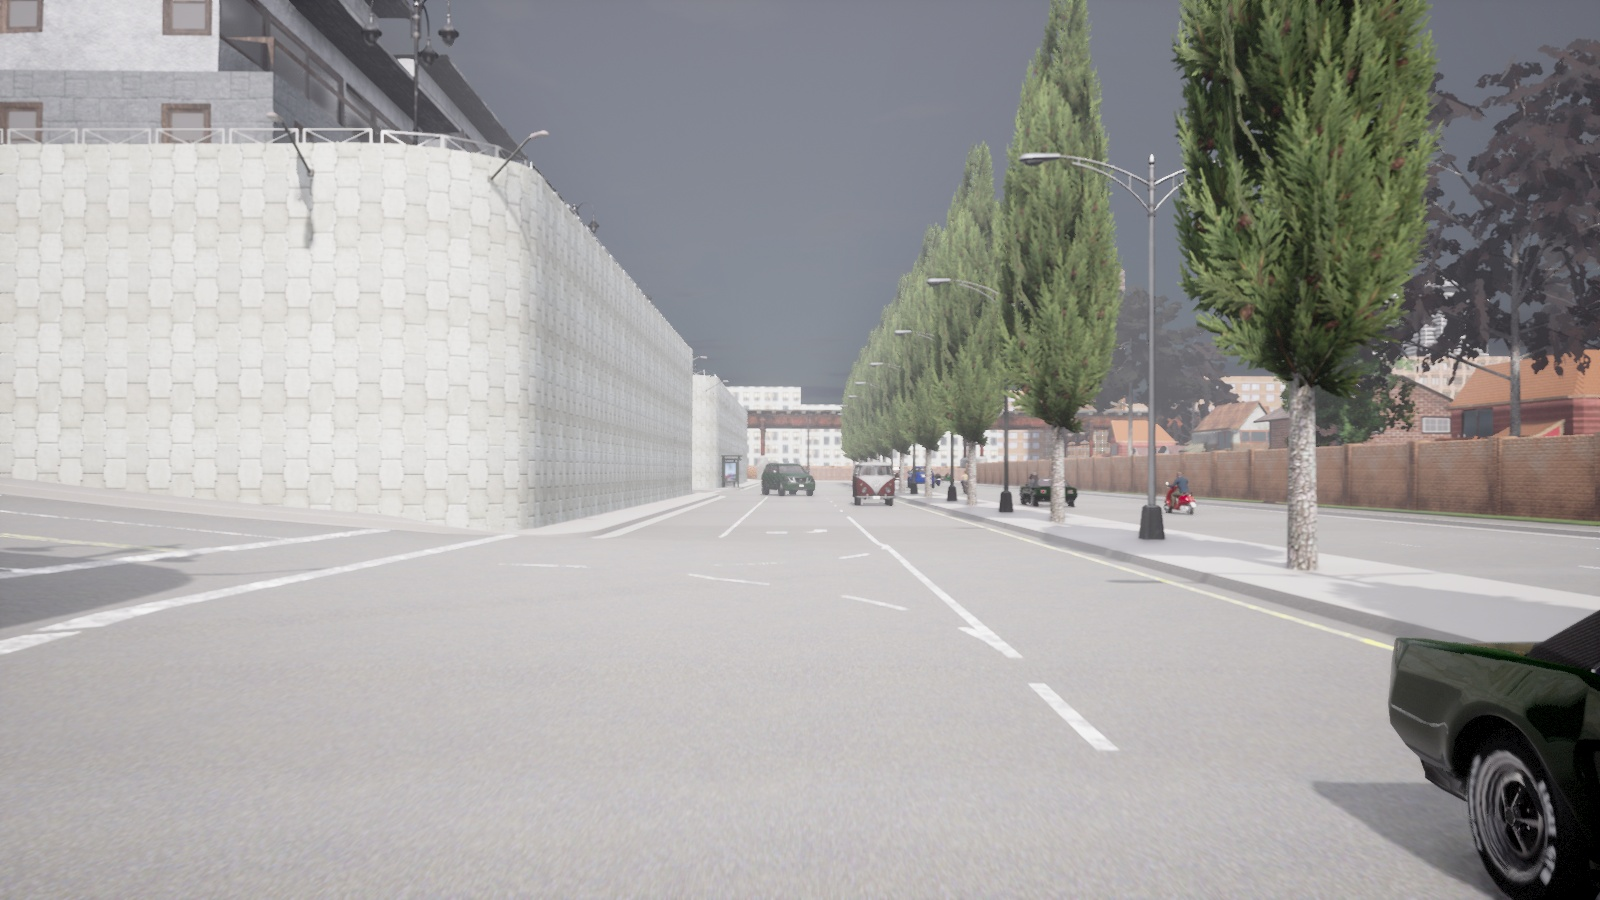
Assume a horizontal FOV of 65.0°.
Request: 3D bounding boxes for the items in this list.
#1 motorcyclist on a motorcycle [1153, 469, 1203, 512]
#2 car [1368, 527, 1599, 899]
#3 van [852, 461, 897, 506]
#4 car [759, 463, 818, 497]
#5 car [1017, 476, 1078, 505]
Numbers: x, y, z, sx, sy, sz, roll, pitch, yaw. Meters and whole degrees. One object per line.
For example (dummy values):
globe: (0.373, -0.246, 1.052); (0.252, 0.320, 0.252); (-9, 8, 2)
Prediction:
motorcyclist on a motorcycle: (14.115, 1.497, 46.910); (0.866, 1.590, 1.817); (0, -1, -19)
car: (3.490, 0.955, 3.242); (1.895, 1.301, 4.718); (0, -1, 0)
van: (3.363, 1.517, 57.535); (1.775, 1.987, 4.442); (0, -1, 0)
car: (-0.767, 1.851, 79.006); (2.150, 2.045, 5.566); (0, -1, -18)
car: (11.364, 1.839, 57.926); (1.895, 1.301, 4.718); (0, -1, 0)
